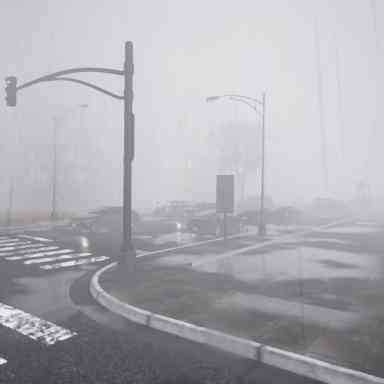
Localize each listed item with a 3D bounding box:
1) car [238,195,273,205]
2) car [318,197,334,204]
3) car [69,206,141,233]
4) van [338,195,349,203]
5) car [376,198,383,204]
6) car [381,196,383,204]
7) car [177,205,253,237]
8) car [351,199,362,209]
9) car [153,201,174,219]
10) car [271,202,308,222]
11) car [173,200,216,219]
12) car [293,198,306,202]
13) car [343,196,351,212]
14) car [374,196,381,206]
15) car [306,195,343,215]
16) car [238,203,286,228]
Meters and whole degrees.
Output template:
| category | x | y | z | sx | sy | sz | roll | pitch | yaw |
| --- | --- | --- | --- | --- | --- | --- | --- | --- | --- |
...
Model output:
| category | x | y | z | sx | sy | sz | roll | pitch | yaw |
| --- | --- | --- | --- | --- | --- | --- | --- | --- | --- |
| car | 7.146 | 1.360 | 36.781 | 2.150 | 2.045 | 5.566 | 1 | 0 | 36 |
| car | 28.067 | 1.852 | 69.635 | 1.947 | 1.339 | 4.313 | 1 | 0 | 36 |
| car | -5.100 | 1.567 | 20.146 | 1.812 | 1.442 | 4.674 | 1 | 0 | 36 |
| van | 37.933 | 1.709 | 83.053 | 1.690 | 1.788 | 3.998 | 1 | 0 | 36 |
| car | 44.684 | 2.048 | 78.091 | 2.008 | 1.369 | 4.403 | 1 | 0 | 36 |
| car | 41.399 | 1.785 | 73.618 | 2.192 | 1.841 | 5.009 | 1 | 0 | 36 |
| car | 1.456 | 1.698 | 19.075 | 2.008 | 1.369 | 4.403 | 1 | 0 | 36 |
| car | 24.956 | 1.775 | 51.256 | 1.967 | 1.590 | 4.097 | 1 | 0 | 36 |
| car | -1.628 | 1.484 | 29.462 | 1.967 | 1.590 | 4.097 | 1 | 0 | 36 |
| car | 7.948 | 1.780 | 27.907 | 1.802 | 1.307 | 4.206 | 1 | 0 | 36 |
| car | 0.903 | 1.594 | 28.309 | 1.837 | 1.490 | 4.892 | 1 | 0 | 36 |
| car | 18.102 | 1.730 | 56.082 | 1.752 | 1.417 | 4.829 | 1 | 0 | 36 |
| car | 18.422 | 1.722 | 42.283 | 1.967 | 1.590 | 4.097 | 1 | 0 | 36 |
| car | 34.920 | 1.942 | 64.810 | 1.752 | 1.417 | 4.829 | 1 | 0 | 36 |
| car | 15.162 | 1.571 | 37.790 | 2.192 | 1.841 | 5.009 | 1 | 0 | 36 |
| car | 4.703 | 1.738 | 23.492 | 1.947 | 1.339 | 4.313 | 1 | 0 | 36 |
